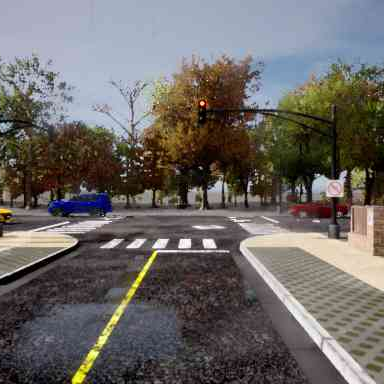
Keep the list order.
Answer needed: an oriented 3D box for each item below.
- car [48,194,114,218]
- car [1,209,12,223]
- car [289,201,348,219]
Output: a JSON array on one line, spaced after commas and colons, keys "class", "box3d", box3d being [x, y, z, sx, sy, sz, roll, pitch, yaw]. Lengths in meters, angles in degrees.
[{"class": "car", "box3d": [-9.779, 1.196, 29.617, 5.566, 2.045, 2.150, 0, 0, 0]}, {"class": "car", "box3d": [-15.084, 1.423, 22.922, 5.008, 1.535, 1.882, 0, 0, 0]}, {"class": "car", "box3d": [11.187, 1.529, 29.598, 5.008, 1.535, 1.882, 0, 0, 0]}]
